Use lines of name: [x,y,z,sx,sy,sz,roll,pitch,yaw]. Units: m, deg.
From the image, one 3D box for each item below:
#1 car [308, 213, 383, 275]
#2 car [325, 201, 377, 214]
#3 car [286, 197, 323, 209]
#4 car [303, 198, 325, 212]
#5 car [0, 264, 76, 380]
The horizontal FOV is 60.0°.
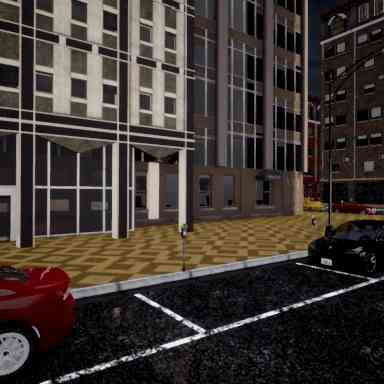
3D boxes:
car: [5.509,1.567,10.510,4.313,1.339,1.947,0,0,-36]
car: [15.550,1.535,32.189,1.802,1.307,4.206,0,0,-36]
car: [15.634,1.500,46.415,1.752,1.417,4.829,0,0,-36]
car: [12.341,1.468,36.647,1.752,1.417,4.829,0,0,-36]
car: [-3.740,1.545,3.885,4.507,1.381,1.887,0,0,-36]
